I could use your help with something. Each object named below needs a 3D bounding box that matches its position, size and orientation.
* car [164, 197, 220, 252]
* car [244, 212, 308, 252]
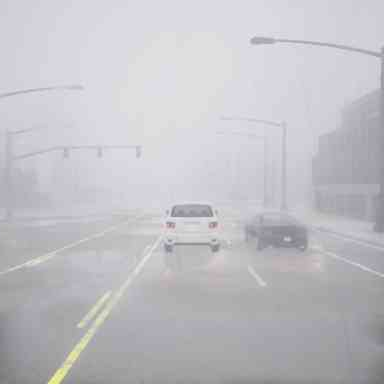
[{"bbox_3d":[0.000,1.399,14.693,2.150,2.045,5.566,0,-1,0],"label":"car"},{"bbox_3d":[3.500,1.626,14.663,1.882,1.535,5.008,0,-1,0],"label":"car"}]
